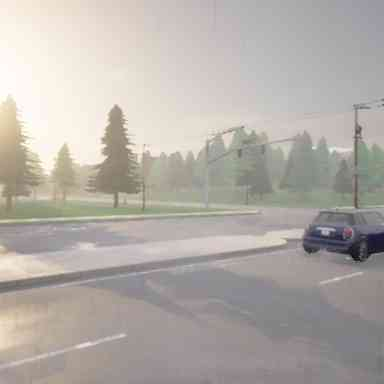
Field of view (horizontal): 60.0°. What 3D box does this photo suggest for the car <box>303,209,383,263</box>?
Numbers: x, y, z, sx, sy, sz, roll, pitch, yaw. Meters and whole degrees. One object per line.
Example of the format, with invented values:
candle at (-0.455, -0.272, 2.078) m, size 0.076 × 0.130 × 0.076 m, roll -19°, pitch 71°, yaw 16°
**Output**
car at (6.276, 1.416, 12.553) m, size 4.553 × 1.767 × 2.097 m, roll 0°, pitch 0°, yaw -35°
